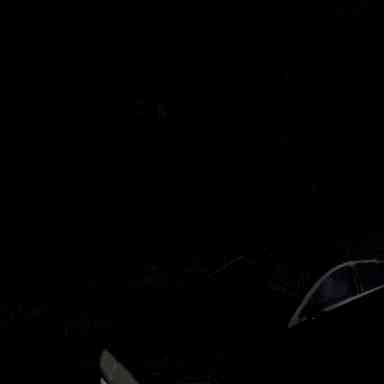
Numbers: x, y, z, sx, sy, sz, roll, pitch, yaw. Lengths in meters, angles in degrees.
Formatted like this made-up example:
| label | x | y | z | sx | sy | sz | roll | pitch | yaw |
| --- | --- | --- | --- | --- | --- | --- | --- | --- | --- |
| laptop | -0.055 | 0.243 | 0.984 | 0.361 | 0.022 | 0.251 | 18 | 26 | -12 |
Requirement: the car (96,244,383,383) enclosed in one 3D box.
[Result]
| label | x | y | z | sx | sy | sz | roll | pitch | yaw |
| --- | --- | --- | --- | --- | --- | --- | --- | --- | --- |
| car | 1.280 | 1.506 | 4.293 | 4.902 | 1.511 | 2.128 | 0 | 0 | -36 |
